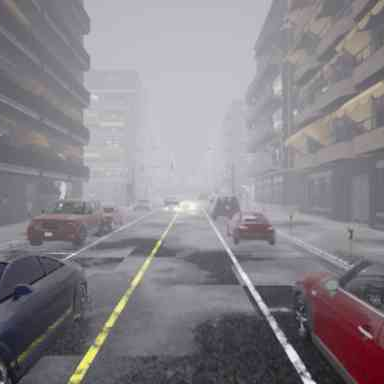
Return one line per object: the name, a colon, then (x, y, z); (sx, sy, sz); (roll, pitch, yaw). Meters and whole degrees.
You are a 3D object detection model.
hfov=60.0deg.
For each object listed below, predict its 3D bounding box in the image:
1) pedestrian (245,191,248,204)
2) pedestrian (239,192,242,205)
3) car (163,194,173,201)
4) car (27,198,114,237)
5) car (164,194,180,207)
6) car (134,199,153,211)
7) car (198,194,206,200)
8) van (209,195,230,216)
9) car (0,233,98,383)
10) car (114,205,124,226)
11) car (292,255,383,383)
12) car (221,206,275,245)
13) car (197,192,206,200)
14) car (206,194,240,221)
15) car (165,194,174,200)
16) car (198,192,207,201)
pedestrian: (7.965, 0.807, 48.694); (0.375, 1.860, 0.375); (1, -1, 0)
pedestrian: (6.966, 0.888, 48.092); (0.375, 1.860, 0.375); (1, -1, 0)
car: (-5.369, 1.256, 75.009); (1.947, 1.339, 4.313); (1, 0, 0)
car: (-5.307, 1.235, 14.803); (2.192, 1.841, 5.009); (1, 0, 0)
car: (-2.794, 1.355, 47.090); (1.994, 1.385, 4.181); (0, 0, 0)
car: (-5.335, 1.409, 36.930); (1.802, 1.307, 4.206); (1, 0, 0)
car: (2.506, 1.197, 80.792); (1.752, 1.417, 4.829); (1, 0, 0)
van: (2.522, 1.189, 31.350); (1.690, 1.788, 3.998); (1, 0, 0)
car: (-2.855, 1.539, 4.318); (1.994, 1.385, 4.181); (0, 0, 0)
car: (-5.318, 1.438, 20.336); (1.887, 1.381, 4.507); (1, 0, 0)
car: (2.547, 1.419, 3.694); (1.967, 1.590, 4.097); (1, 0, 0)
car: (2.534, 1.502, 14.757); (1.802, 1.307, 4.206); (1, 0, 0)
car: (2.504, 0.971, 86.186); (2.192, 1.841, 5.009); (1, 0, 0)
car: (2.528, 1.185, 25.818); (2.192, 1.841, 5.009); (1, 0, 0)
car: (-5.374, 1.238, 80.571); (1.947, 1.339, 4.313); (1, 0, 0)
car: (2.515, 1.005, 75.062); (2.192, 1.841, 5.009); (1, 0, 0)
